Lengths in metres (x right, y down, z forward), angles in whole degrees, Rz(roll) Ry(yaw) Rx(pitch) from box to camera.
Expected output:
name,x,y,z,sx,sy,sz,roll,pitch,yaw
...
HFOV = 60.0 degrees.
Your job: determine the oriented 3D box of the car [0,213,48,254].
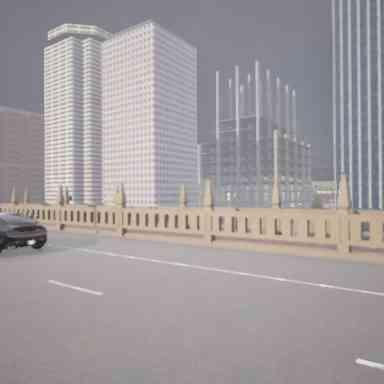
name,x,y,z,sx,sy,sz,roll,pitch,yaw
car,-7.976,1.639,13.861,4.892,1.490,1.837,0,0,36
